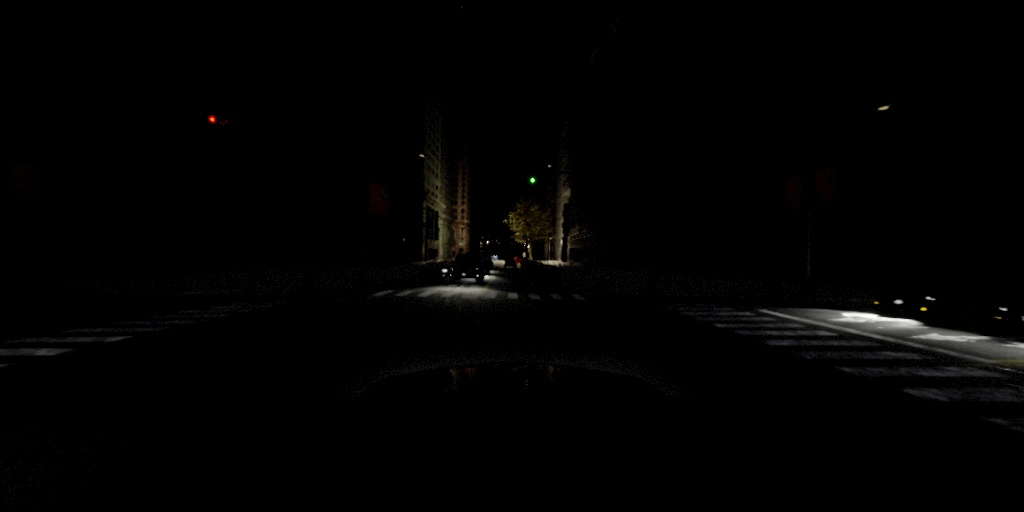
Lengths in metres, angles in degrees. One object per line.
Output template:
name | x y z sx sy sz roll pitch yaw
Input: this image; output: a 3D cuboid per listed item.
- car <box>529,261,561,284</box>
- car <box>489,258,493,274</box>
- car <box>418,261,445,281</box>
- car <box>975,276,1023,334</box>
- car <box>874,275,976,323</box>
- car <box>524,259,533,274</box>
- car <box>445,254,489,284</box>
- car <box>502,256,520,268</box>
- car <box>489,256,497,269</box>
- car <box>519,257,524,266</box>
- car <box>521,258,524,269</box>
car | 2.635 1.301 27.170 2.007 1.370 4.403 0 0 0
car | -3.276 1.162 36.545 1.994 1.385 4.181 1 0 -1
car | -5.888 1.119 27.115 2.007 1.370 4.403 0 0 0
car | 14.691 1.276 8.455 4.892 1.490 1.837 0 0 1
car | 14.609 1.319 11.725 4.181 1.385 1.994 0 0 0
car | 2.560 1.264 38.059 1.888 1.381 4.507 0 0 0
car | -3.199 0.849 26.506 2.150 2.045 5.566 1 0 0
car | -0.208 1.177 56.485 1.994 1.385 4.181 1 0 -1
car | -3.338 1.117 47.116 2.033 1.411 5.357 1 0 -1
car | 2.455 1.228 53.375 2.007 1.370 4.403 0 0 0
car | 2.523 1.255 43.503 2.007 1.370 4.403 0 0 0
